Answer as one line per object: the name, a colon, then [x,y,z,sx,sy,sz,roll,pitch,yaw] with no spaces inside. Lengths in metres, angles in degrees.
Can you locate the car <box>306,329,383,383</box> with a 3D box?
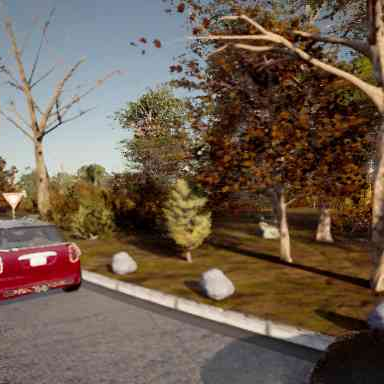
car: [2.771,1.559,1.911,4.181,1.385,1.994,-1,-1,34]

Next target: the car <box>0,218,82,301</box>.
car: [-4.677,1.485,8.326,4.553,1.767,2.097,-2,-1,44]
